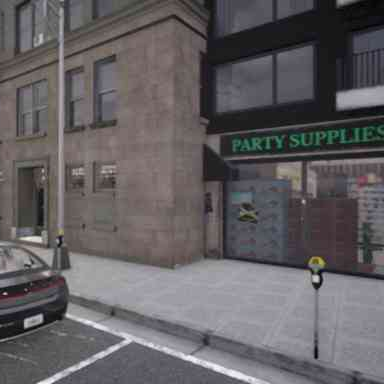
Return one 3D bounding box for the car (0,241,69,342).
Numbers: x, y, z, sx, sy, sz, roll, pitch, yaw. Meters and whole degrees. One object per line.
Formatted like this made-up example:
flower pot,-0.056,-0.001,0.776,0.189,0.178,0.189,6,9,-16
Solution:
car,-3.979,1.554,5.869,4.403,1.369,2.008,0,0,35
